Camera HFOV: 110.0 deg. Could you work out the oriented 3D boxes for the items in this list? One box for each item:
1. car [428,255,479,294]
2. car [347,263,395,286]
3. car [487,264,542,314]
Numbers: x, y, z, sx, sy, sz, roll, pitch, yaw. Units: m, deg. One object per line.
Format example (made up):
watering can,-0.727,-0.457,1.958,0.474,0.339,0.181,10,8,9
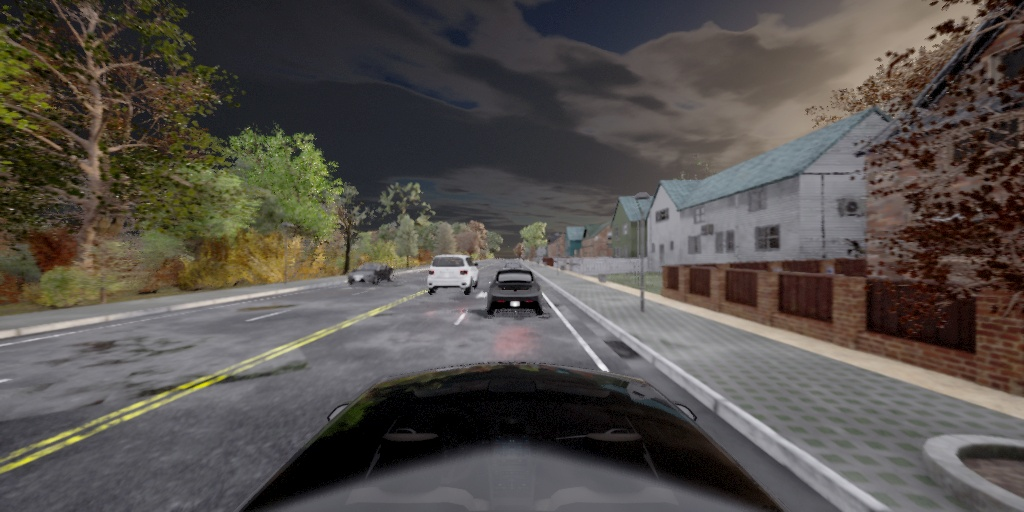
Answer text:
car,-3.152,0.956,20.027,2.150,2.045,5.566,0,0,0
car,-9.835,1.221,25.331,2.128,1.511,4.902,0,0,0
car,0.098,1.243,13.636,1.837,1.490,4.892,0,0,0
